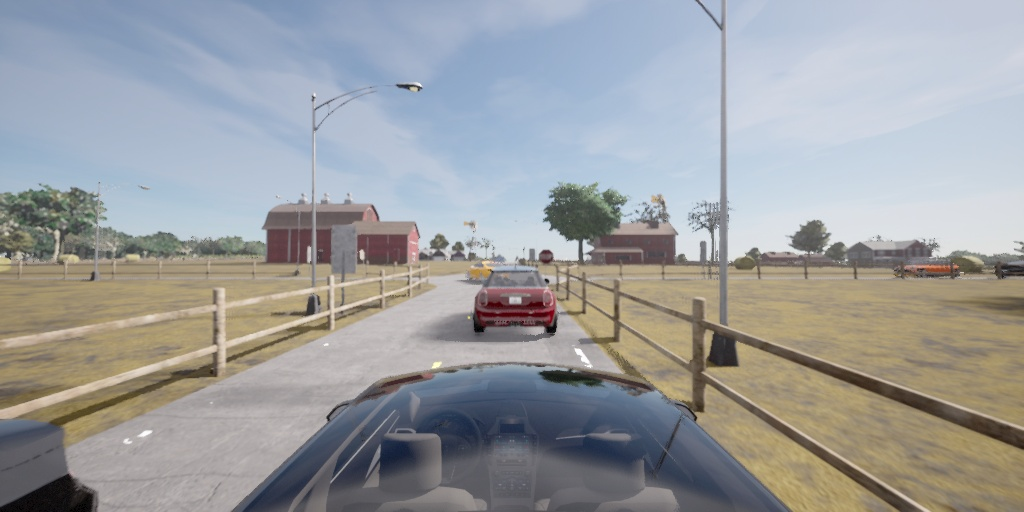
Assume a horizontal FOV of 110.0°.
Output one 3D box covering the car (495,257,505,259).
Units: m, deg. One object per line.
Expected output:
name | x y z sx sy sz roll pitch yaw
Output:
car | -2.699 1.248 61.255 1.994 1.385 4.181 0 0 1

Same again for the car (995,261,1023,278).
car | 43.926 1.132 30.066 5.008 1.535 1.882 0 -2 1

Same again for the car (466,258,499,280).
car | -1.960 1.164 27.456 1.882 1.535 5.008 1 0 -25

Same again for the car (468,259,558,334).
car | 0.093 1.075 10.688 2.097 1.767 4.553 0 0 0

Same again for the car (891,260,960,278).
car | 37.864 1.110 32.968 4.553 1.767 2.097 0 -2 0
